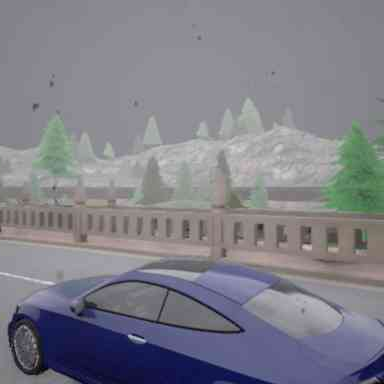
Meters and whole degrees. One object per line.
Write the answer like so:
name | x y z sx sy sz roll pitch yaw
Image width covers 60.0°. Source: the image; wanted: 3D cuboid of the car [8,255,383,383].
car | -0.241 1.515 3.915 4.674 1.442 1.812 0 0 34
